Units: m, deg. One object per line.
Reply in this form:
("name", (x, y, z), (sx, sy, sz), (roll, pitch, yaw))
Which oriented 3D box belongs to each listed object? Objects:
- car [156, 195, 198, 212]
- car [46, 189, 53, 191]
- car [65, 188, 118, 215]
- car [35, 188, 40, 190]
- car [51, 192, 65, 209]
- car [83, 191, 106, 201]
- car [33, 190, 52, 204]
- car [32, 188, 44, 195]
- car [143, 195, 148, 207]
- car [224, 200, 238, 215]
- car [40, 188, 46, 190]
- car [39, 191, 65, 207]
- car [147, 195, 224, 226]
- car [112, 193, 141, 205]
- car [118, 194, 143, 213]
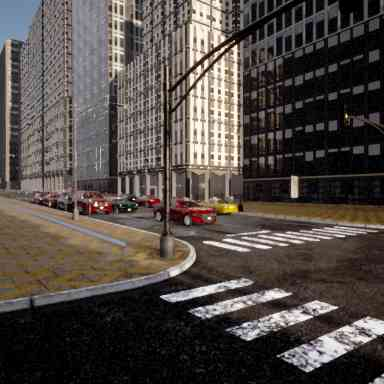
("car", (-1.555, 1.066, 32.193), (1.947, 1.339, 4.313), (1, 0, -36))
("car", (-28.044, 0.214, 68.518), (2.008, 1.369, 4.403), (1, 0, -36))
("car", (-8.316, 0.841, 27.248), (2.192, 1.841, 5.009), (1, 0, -36))
("car", (-34.664, -0.104, 77.599), (1.967, 1.590, 4.097), (1, 0, -36))
("car", (-11.632, 0.987, 31.790), (1.947, 1.339, 4.313), (1, 0, -36))
("car", (-14.800, 0.646, 50.356), (1.947, 1.339, 4.313), (1, 0, -36))
("car", (-18.254, 0.793, 40.869), (1.802, 1.307, 4.206), (1, 0, -36))
("car", (-37.974, -0.208, 82.140), (1.967, 1.590, 4.097), (1, 0, -36))
("car", (-4.867, 0.977, 36.734), (1.802, 1.307, 4.206), (1, 0, -36))
("car", (1.725, 1.127, 27.844), (1.752, 1.417, 4.829), (1, 0, -36))
("car", (-31.355, 0.104, 73.059), (1.887, 1.381, 4.507), (1, 0, -36))
("car", (-14.942, 0.861, 36.329), (1.887, 1.381, 4.507), (1, 0, -36))
("car", (-0.540, 1.177, 20.942), (1.882, 1.535, 5.008), (0, 1, -38))
("car", (-8.178, 0.856, 41.274), (1.947, 1.339, 4.313), (1, 0, -36))
("car", (-6.448, 1.112, 29.055), (1.895, 1.301, 4.718), (0, 1, -36))
